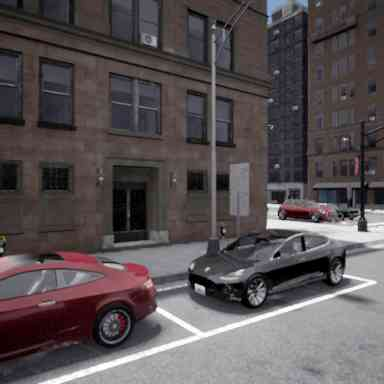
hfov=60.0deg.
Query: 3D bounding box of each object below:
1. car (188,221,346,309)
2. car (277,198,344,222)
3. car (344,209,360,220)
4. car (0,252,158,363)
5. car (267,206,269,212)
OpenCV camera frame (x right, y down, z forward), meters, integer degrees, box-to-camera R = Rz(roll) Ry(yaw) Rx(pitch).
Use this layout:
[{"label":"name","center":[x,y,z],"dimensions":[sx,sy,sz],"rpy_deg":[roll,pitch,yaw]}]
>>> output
[{"label":"car","center":[1.932,1.582,7.909],"dimensions":[4.313,1.339,1.947],"rpy_deg":[0,0,-35]},{"label":"car","center":[9.006,1.401,26.128],"dimensions":[2.097,1.767,4.553],"rpy_deg":[0,0,-36]},{"label":"car","center":[11.554,1.649,28.149],"dimensions":[1.895,1.301,4.718],"rpy_deg":[0,0,-36]},{"label":"car","center":[-2.507,1.584,4.746],"dimensions":[4.206,1.307,1.802],"rpy_deg":[0,0,-35]},{"label":"car","center":[6.064,1.525,35.671],"dimensions":[1.837,1.490,4.892],"rpy_deg":[0,0,-36]}]
